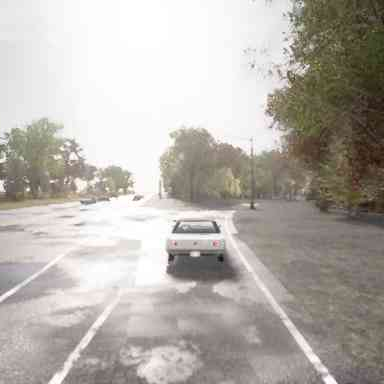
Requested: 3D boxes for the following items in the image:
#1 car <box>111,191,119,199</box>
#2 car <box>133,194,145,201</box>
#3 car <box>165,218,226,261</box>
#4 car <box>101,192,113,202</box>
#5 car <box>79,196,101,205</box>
[{"bbox_3d":[-20.200,0.768,86.253,2.150,2.045,5.566,0,0,-6],"label":"car"},{"bbox_3d":[-12.841,1.348,78.161,2.033,1.411,5.357,0,0,-6],"label":"car"},{"bbox_3d":[0.175,1.610,12.359,1.895,1.301,4.718,0,0,2],"label":"car"},{"bbox_3d":[-18.594,1.280,70.512,1.882,1.535,5.008,0,0,-6],"label":"car"},{"bbox_3d":[-17.032,1.360,54.770,2.033,1.411,5.357,0,0,-5],"label":"car"}]
